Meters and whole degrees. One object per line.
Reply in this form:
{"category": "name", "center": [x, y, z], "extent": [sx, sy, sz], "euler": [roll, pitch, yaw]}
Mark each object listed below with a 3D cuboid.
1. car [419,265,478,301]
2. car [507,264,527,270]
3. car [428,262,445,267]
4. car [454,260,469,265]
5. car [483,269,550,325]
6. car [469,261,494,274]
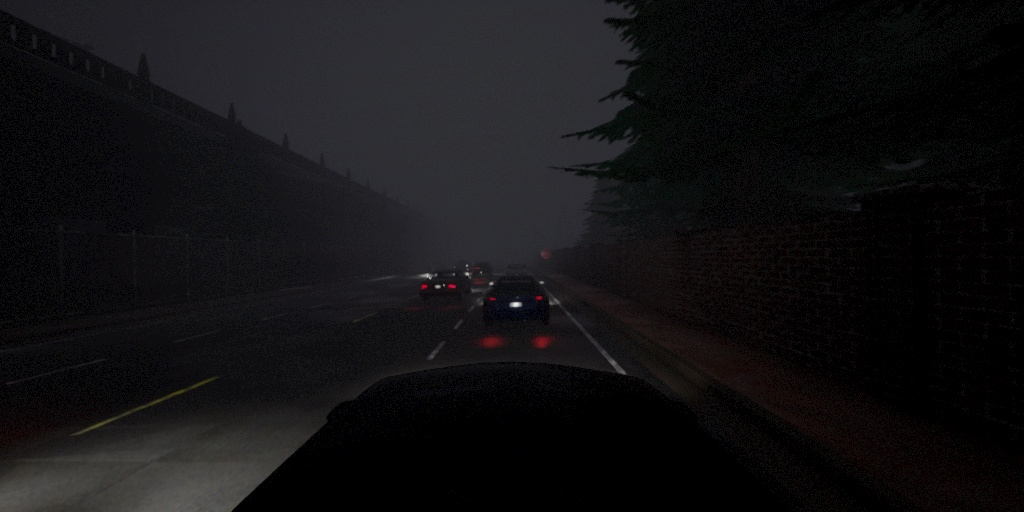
{"category": "car", "center": [-3.192, 1.383, 18.050], "extent": [2.033, 1.411, 5.357], "euler": [-1, 0, 1]}
{"category": "car", "center": [0.443, 1.374, 32.889], "extent": [1.895, 1.301, 4.718], "euler": [-1, 0, 1]}
{"category": "car", "center": [-9.996, 1.515, 47.813], "extent": [2.128, 1.511, 4.902], "euler": [-1, 0, 1]}
{"category": "car", "center": [-6.500, 1.292, 47.823], "extent": [2.097, 1.767, 4.553], "euler": [-1, 0, 1]}
{"category": "car", "center": [0.160, 1.321, 11.944], "extent": [1.994, 1.385, 4.181], "euler": [-1, 0, 2]}
{"category": "car", "center": [-3.001, 1.357, 37.384], "extent": [1.837, 1.490, 4.892], "euler": [-1, 0, 1]}
